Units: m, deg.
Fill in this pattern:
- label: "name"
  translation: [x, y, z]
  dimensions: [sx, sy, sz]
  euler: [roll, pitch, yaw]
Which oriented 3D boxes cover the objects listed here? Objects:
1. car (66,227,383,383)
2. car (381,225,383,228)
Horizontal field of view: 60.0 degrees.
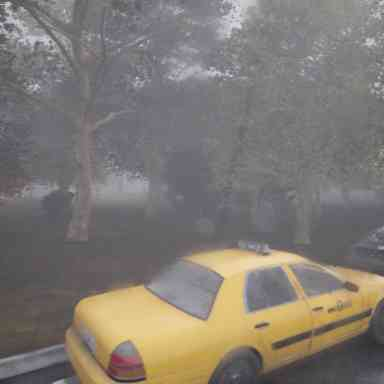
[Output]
- label: "car"
  translation: [1.091, 1.486, 4.809]
  dimensions: [5.366, 1.575, 1.946]
  euler: [0, 1, -33]
- label: "car"
  translation: [5.761, 1.495, 8.145]
  dimensions: [4.892, 1.521, 2.231]
  euler: [-1, 2, -33]
